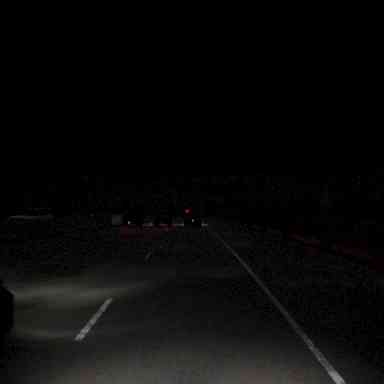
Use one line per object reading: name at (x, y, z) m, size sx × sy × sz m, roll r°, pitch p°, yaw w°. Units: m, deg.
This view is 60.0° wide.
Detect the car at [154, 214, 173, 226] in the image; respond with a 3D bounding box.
car at (-3.387, 3.294, 39.528) m, size 1.812 × 1.442 × 4.674 m, roll 0°, pitch -3°, yaw 0°

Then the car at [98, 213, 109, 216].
car at (-18.650, 5.100, 70.517) m, size 1.895 × 1.301 × 4.718 m, roll 0°, pitch -3°, yaw -8°

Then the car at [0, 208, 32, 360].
car at (-3.399, 1.215, 1.985) m, size 2.150 × 2.045 × 5.566 m, roll 0°, pitch 0°, yaw 0°

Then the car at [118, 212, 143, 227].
car at (-6.888, 3.236, 38.897) m, size 1.837 × 1.490 × 4.892 m, roll 0°, pitch -3°, yaw 0°

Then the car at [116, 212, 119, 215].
car at (-14.933, 4.939, 69.440) m, size 1.882 × 1.535 × 5.008 m, roll 0°, pitch -3°, yaw -8°

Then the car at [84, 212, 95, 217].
car at (-22.867, 5.110, 74.128) m, size 1.882 × 1.535 × 5.008 m, roll 1°, pitch -3°, yaw -10°

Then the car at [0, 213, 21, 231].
car at (-17.584, 2.687, 29.840) m, size 1.882 × 1.535 × 5.008 m, roll 0°, pitch -4°, yaw 0°

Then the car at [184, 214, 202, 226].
car at (0.113, 3.336, 39.589) m, size 1.994 × 1.385 × 4.181 m, roll 0°, pitch -3°, yaw 0°

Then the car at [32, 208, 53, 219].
car at (-14.087, 2.379, 28.996) m, size 2.150 × 2.045 × 5.566 m, roll 0°, pitch -3°, yaw 0°
